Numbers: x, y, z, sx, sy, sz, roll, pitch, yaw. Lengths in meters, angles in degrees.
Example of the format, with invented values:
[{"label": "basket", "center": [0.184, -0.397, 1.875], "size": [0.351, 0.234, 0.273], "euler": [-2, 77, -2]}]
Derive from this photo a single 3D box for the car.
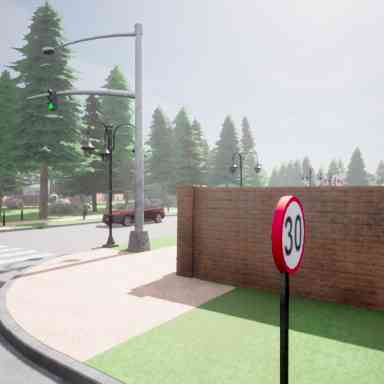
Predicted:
[{"label": "car", "center": [-3.957, 1.464, 23.114], "size": [1.882, 1.535, 5.008], "euler": [0, 0, 35]}]
